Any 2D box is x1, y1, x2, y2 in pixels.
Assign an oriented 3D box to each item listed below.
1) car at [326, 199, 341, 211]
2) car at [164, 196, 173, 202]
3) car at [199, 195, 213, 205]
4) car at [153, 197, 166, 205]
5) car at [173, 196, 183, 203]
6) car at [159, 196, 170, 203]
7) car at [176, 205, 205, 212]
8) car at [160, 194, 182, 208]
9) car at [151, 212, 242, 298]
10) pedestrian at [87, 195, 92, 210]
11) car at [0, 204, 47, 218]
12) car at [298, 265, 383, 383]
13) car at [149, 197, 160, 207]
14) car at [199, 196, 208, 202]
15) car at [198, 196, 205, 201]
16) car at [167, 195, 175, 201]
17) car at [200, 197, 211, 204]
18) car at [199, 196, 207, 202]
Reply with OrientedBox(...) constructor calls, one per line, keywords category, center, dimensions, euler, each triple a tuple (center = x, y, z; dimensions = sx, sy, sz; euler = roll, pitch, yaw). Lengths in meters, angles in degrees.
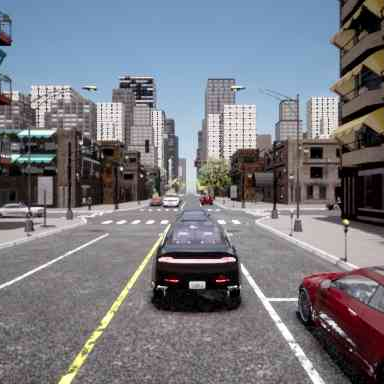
OrientedBox(category="car", center=(17.473, 1.378, 37.761), dimensions=(4.313, 1.339, 1.947), euler=(-1, 0, 0))
OrientedBox(category="car", center=(-5.722, 1.671, 81.054), dimensions=(1.802, 1.307, 4.206), euler=(0, 0, 0))
OrientedBox(category="car", center=(2.668, 1.365, 58.956), dimensions=(2.192, 1.841, 5.009), euler=(0, 0, 0))
OrientedBox(category="car", center=(-5.713, 1.616, 58.952), dimensions=(1.947, 1.339, 4.313), euler=(0, 0, 0))
OrientedBox(category="car", center=(-3.029, 1.611, 71.682), dimensions=(2.033, 1.411, 5.357), euler=(0, 0, 0))
OrientedBox(category="car", center=(-5.717, 1.593, 69.833), dimensions=(1.752, 1.417, 4.829), euler=(0, 0, 0))
OrientedBox(category="car", center=(0.094, 1.572, 17.377), dimensions=(1.994, 1.385, 4.181), euler=(0, 0, 0))
OrientedBox(category="car", center=(-3.106, 1.259, 50.490), dimensions=(2.150, 2.045, 5.566), euler=(0, 0, 0))
OrientedBox(category="car", center=(0.097, 1.494, 8.515), dimensions=(2.128, 1.511, 4.902), euler=(0, 0, 0))
OrientedBox(category="pedestrian", center=(-12.528, 1.311, 40.686), dimensions=(0.375, 1.860, 0.375), euler=(0, 0, 0))
OrientedBox(category="car", center=(-16.577, 1.791, 31.945), dimensions=(4.718, 1.301, 1.895), euler=(-1, 0, 0))
OrientedBox(category="car", center=(2.690, 1.583, 4.204), dimensions=(1.802, 1.307, 4.206), euler=(0, 0, 0))
OrientedBox(category="car", center=(-5.799, 1.586, 53.431), dimensions=(1.887, 1.381, 4.507), euler=(0, 0, 0))
OrientedBox(category="car", center=(2.660, 1.644, 75.533), dimensions=(1.947, 1.339, 4.313), euler=(0, 0, 0))
OrientedBox(category="car", center=(2.653, 1.696, 92.107), dimensions=(1.802, 1.307, 4.206), euler=(0, 0, 0))
OrientedBox(category="car", center=(-5.727, 1.639, 91.934), dimensions=(1.752, 1.417, 4.829), euler=(0, 0, 0))
OrientedBox(category="car", center=(2.665, 1.624, 64.482), dimensions=(1.947, 1.339, 4.313), euler=(0, 0, 0))
OrientedBox(category="car", center=(2.658, 1.640, 81.058), dimensions=(2.008, 1.369, 4.403), euler=(0, 0, 0))
